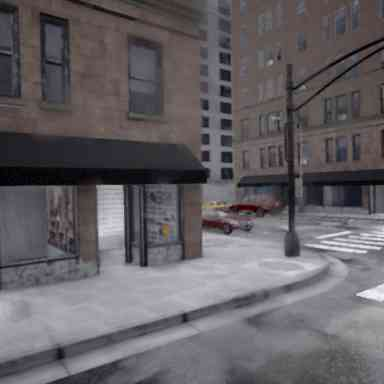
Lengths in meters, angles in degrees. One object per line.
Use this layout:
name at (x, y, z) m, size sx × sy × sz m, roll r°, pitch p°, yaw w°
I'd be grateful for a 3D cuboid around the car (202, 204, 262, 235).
car at (1.629, 1.554, 18.882) m, size 1.802 × 1.307 × 4.206 m, roll -3°, pitch 1°, yaw -35°

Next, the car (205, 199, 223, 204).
car at (2.100, 1.423, 32.933) m, size 1.752 × 1.417 × 4.829 m, roll -3°, pitch 1°, yaw -35°

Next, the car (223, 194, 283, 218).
car at (5.377, 1.140, 28.304) m, size 2.192 × 1.841 × 5.009 m, roll -3°, pitch 1°, yaw -35°
